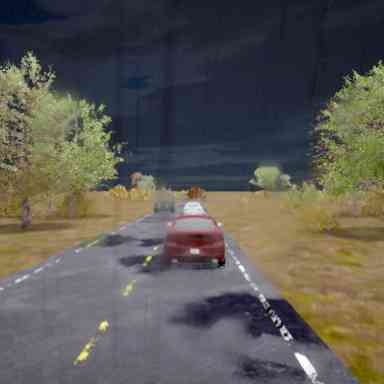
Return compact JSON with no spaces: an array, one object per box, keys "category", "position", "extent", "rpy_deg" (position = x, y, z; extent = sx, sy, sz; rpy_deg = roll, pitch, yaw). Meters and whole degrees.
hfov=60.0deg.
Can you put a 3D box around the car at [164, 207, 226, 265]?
[{"category":"car","position":[0.091,1.542,11.952],"extent":[1.882,1.535,5.008],"rpy_deg":[0,0,0]}]

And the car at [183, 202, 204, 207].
[{"category":"car","position":[0.103,1.686,31.165],"extent":[1.812,1.442,4.674],"rpy_deg":[0,0,0]}]

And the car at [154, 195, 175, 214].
[{"category":"car","position":[-3.084,1.415,38.358],"extent":[2.150,2.045,5.566],"rpy_deg":[0,0,0]}]
